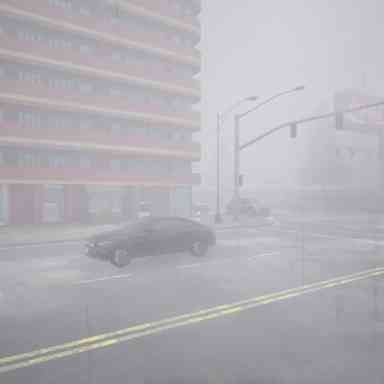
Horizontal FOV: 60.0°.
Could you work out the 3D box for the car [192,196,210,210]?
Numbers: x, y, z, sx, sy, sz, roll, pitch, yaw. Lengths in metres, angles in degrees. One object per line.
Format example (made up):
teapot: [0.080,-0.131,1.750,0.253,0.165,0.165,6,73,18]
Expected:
car: [0.223,1.526,39.793,1.812,1.442,4.674,0,0,-34]

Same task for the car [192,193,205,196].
car: [0.329,1.219,58.780,2.150,2.045,5.566,0,0,-34]

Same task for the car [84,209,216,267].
car: [-1.292,1.526,11.514,4.674,1.442,1.812,0,0,-33]

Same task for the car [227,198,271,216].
car: [5.413,1.351,32.058,2.097,1.767,4.553,0,0,-34]
